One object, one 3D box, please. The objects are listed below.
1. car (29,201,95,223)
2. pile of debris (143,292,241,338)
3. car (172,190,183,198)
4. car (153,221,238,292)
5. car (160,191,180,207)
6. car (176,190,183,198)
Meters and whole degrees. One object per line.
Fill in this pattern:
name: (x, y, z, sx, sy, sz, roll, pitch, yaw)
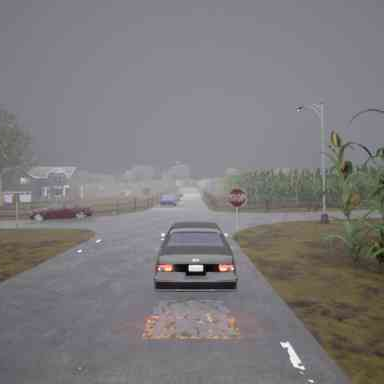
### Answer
car: (-10.425, 1.529, 26.804, 5.008, 1.535, 1.882, -2, 2, -12)
pile of debris: (-0.004, 2.158, 5.998, 1.500, 0.140, 1.860, 0, 0, 0)
car: (-2.820, 0.393, 65.833, 1.994, 1.385, 4.181, 0, 2, 0)
car: (0.076, 1.510, 8.985, 2.033, 1.411, 5.357, 0, 0, 0)
car: (-2.862, 1.014, 41.127, 1.882, 1.535, 5.008, 0, 1, 0)
car: (-2.842, 0.750, 54.390, 2.033, 1.411, 5.357, 0, 2, 0)
